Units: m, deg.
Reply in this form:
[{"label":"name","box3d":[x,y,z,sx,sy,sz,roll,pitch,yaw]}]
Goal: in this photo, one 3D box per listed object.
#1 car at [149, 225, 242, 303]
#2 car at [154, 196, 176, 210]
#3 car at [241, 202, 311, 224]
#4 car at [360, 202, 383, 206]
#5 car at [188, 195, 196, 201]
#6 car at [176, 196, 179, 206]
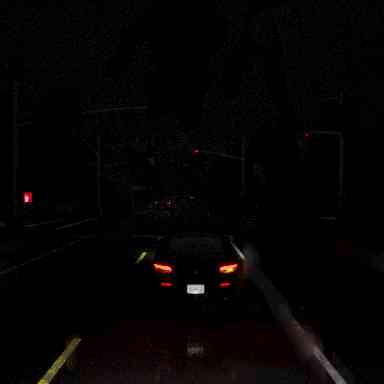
[{"label":"car","box3d":[0.080,1.526,8.092,1.812,1.442,4.674,0,0,0]},{"label":"car","box3d":[-3.555,1.352,42.390,2.097,1.767,4.553,0,0,2]},{"label":"car","box3d":[6.026,1.474,24.180,4.902,1.511,2.128,0,0,5]},{"label":"car","box3d":[15.563,1.528,28.655,5.357,1.411,2.033,0,0,-6]},{"label":"car","box3d":[0.069,1.525,80.886,2.128,1.511,4.902,0,0,0]},{"label":"car","box3d":[-3.541,1.525,55.323,1.812,1.442,4.674,0,0,0]}]
